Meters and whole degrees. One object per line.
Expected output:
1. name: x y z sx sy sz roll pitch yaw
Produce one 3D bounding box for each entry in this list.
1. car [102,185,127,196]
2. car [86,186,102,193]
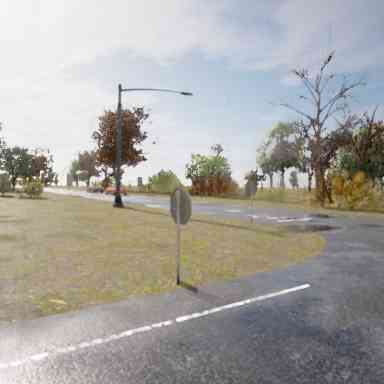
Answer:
1. car: -11.912 -0.384 52.053 2.097 1.767 4.553 0 2 -35
2. car: -17.521 -0.446 59.919 1.895 1.301 4.718 0 2 -35
